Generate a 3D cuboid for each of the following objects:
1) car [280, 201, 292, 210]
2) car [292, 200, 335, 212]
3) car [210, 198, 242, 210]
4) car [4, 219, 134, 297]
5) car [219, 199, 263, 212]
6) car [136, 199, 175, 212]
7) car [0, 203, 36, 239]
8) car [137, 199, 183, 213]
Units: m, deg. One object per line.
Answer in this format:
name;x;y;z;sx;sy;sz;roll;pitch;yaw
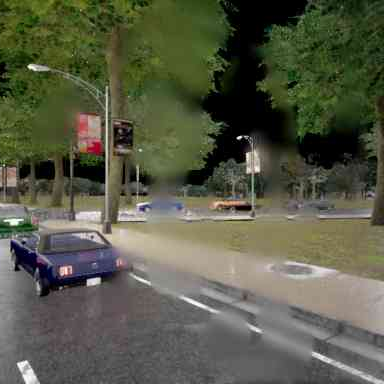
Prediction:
car;14.421;1.813;46.316;4.181;1.385;1.994;0;0;-14
car;16.221;1.747;43.416;4.902;1.511;2.128;0;0;-14
car;4.756;1.540;43.890;4.553;1.767;2.097;0;0;-14
car;-3.423;1.601;8.768;1.895;1.301;4.718;0;0;-38
car;6.167;1.793;40.893;4.718;1.301;1.895;0;0;-14
car;-4.563;1.660;41.534;4.674;1.442;1.812;0;0;-16
car;-8.887;1.353;15.906;2.097;1.767;4.553;0;0;-37
car;-3.596;1.614;38.434;5.008;1.535;1.882;0;0;-13
